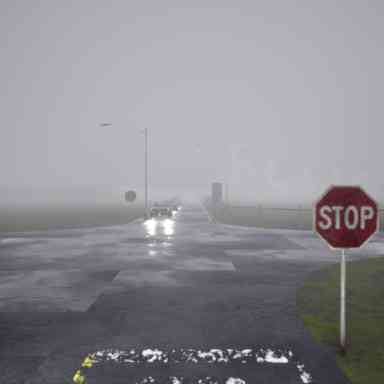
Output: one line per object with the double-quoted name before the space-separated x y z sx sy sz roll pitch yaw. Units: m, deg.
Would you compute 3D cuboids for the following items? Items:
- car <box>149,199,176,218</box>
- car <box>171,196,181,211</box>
"car" -2.765 1.596 30.510 1.895 1.301 4.718 0 0 0
"car" -2.755 1.559 40.659 1.994 1.385 4.181 0 0 0
